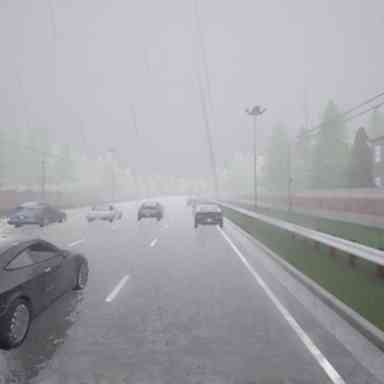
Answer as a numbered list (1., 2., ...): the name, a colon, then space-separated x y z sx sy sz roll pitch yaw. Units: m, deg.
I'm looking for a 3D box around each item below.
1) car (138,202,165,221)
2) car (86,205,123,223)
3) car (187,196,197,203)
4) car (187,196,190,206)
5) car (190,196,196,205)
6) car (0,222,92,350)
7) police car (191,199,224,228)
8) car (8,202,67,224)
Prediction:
1. car: -3.395 1.598 28.194 2.128 1.511 4.902 0 0 0
2. car: -6.895 1.702 26.668 1.895 1.301 4.718 0 0 0
3. car: 0.017 1.617 73.438 2.128 1.511 4.902 0 0 0
4. car: 0.014 1.712 58.438 2.128 1.511 4.902 0 0 0
5. car: 1.057 1.498 38.734 2.097 1.767 4.553 0 0 0
6. car: -3.412 1.549 6.139 1.812 1.442 4.674 0 0 0
7. police car: 1.054 1.512 22.873 1.930 1.638 5.238 0 0 0
8. car: -10.395 1.634 22.846 2.033 1.411 5.357 0 0 0
